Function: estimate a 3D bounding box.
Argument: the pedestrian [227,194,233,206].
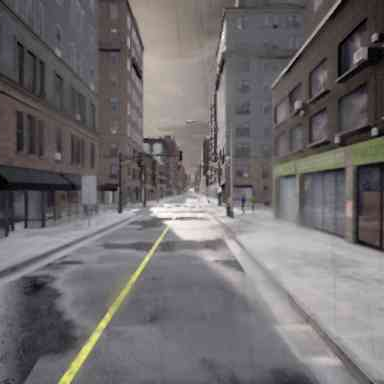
[{"bbox_3d":[3.625,1.095,31.389,0.375,1.860,0.375,0,0,0],"label":"pedestrian"}]

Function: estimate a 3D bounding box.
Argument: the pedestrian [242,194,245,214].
[{"bbox_3d":[4.626,1.085,30.189,0.375,1.860,0.375,0,0,0],"label":"pedestrian"}]

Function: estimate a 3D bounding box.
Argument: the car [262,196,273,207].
[{"bbox_3d":[12.069,1.050,45.028,5.009,1.841,2.192,-1,1,0],"label":"car"}]

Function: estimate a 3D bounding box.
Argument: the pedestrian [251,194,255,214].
[{"bbox_3d":[5.626,1.068,30.789,0.375,1.860,0.375,0,0,0],"label":"pedestrian"}]
